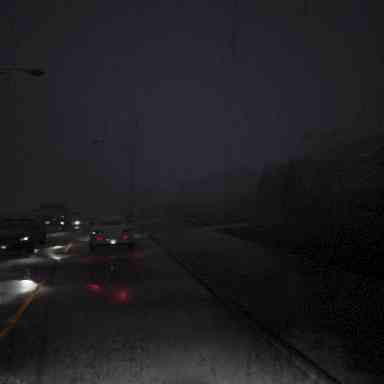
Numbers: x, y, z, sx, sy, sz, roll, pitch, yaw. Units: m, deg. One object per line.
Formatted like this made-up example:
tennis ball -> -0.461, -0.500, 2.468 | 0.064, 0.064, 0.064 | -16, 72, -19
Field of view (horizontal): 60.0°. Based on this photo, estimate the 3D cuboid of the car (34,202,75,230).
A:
car -> -10.606, 1.800, 25.509 | 2.150, 2.045, 5.566 | -1, -1, -15

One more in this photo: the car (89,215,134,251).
car -> -3.792, 1.812, 15.630 | 1.812, 1.442, 4.674 | -1, -1, -15

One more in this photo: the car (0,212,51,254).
car -> -7.903, 1.912, 15.187 | 1.812, 1.442, 4.674 | -1, -1, -15

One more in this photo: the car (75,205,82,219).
car -> -14.122, 2.312, 39.329 | 1.882, 1.535, 5.008 | -1, -1, -14
